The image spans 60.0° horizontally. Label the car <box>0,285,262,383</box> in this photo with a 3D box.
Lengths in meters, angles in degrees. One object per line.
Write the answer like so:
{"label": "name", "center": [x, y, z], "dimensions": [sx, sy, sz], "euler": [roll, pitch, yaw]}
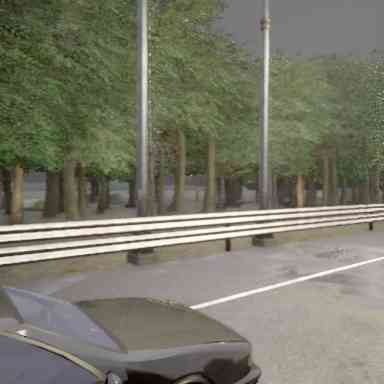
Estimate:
{"label": "car", "center": [-1.906, 1.512, 2.416], "dimensions": [5.357, 1.411, 2.033], "euler": [0, 1, -37]}
